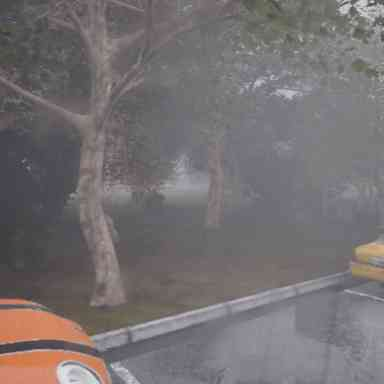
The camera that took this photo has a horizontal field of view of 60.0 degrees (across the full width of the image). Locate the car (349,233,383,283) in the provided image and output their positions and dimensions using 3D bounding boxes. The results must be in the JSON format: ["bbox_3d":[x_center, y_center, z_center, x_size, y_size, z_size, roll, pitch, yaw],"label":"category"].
[{"bbox_3d":[6.186,1.446,8.443,5.366,1.575,1.946,-1,1,-33],"label":"car"}]

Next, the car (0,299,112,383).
[{"bbox_3d":[-2.785,1.348,2.040,4.553,1.767,2.185,0,1,-33],"label":"car"}]
